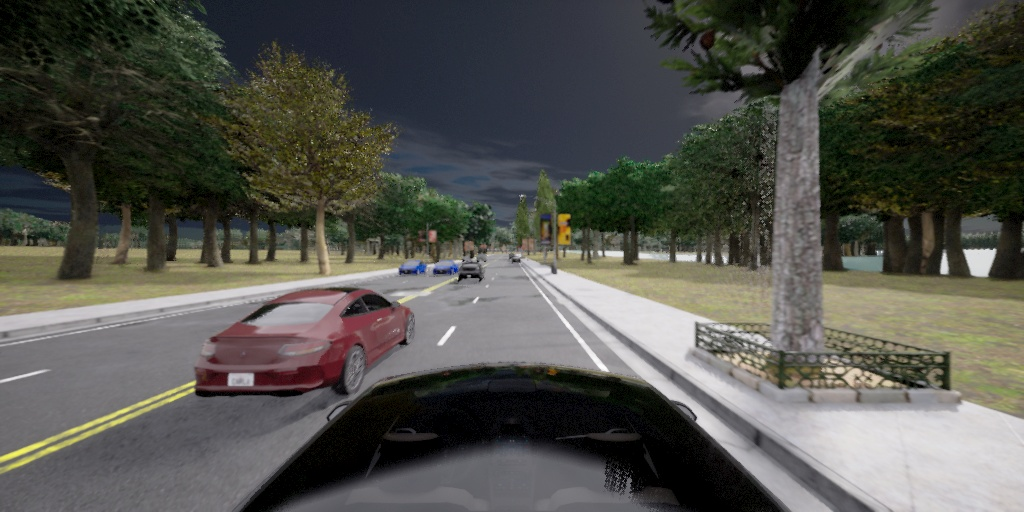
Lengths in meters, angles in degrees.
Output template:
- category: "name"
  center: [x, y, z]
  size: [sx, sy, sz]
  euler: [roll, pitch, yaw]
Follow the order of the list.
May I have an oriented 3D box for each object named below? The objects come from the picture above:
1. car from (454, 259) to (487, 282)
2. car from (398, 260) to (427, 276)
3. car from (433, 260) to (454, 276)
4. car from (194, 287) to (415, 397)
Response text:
- category: "car"
  center: [-3.167, 1.227, 28.769]
  size: [1.837, 1.490, 4.892]
  euler: [0, 0, 0]
- category: "car"
  center: [-9.859, 1.170, 35.936]
  size: [1.882, 1.535, 5.008]
  euler: [0, 0, 0]
- category: "car"
  center: [-6.610, 1.170, 35.938]
  size: [1.882, 1.535, 5.008]
  euler: [0, 0, 0]
- category: "car"
  center: [-3.167, 1.277, 6.482]
  size: [1.812, 1.442, 4.674]
  euler: [0, 0, 0]
